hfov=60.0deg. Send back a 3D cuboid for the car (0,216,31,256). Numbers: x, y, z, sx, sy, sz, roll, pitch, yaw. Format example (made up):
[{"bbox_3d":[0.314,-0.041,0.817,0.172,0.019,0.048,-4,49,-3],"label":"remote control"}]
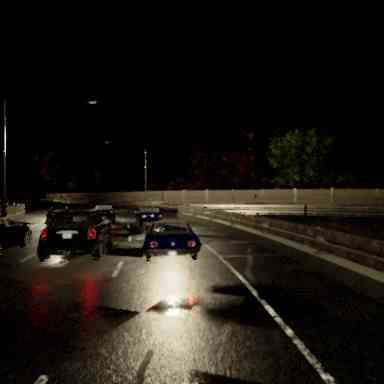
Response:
[{"bbox_3d":[-7.947,1.677,13.081,2.128,1.511,4.902,0,-1,-7],"label":"car"}]

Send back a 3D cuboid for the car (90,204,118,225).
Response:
[{"bbox_3d":[-7.622,1.860,28.785,2.128,1.511,4.902,0,-1,-16],"label":"car"}]

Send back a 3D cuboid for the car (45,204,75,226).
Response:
[{"bbox_3d":[-11.035,1.878,28.007,1.837,1.490,4.892,0,0,-16],"label":"car"}]

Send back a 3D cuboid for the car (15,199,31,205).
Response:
[{"bbox_3d":[-43.924,2.555,84.584,5.357,1.411,2.033,-1,-1,37],"label":"car"}]

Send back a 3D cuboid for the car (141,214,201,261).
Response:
[{"bbox_3d":[-0.898,1.760,13.085,1.895,1.301,4.718,0,-1,-7],"label":"car"}]

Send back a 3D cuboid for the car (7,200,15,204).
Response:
[{"bbox_3d":[-46.134,2.545,81.870,4.181,1.385,1.994,-1,-1,37],"label":"car"}]

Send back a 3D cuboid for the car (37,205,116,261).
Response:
[{"bbox_3d":[-4.456,1.526,13.307,2.097,1.767,4.553,0,-1,-7],"label":"car"}]

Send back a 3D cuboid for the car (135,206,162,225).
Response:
[{"bbox_3d":[-3.626,1.886,27.491,2.033,1.411,5.357,0,-1,-15],"label":"car"}]
